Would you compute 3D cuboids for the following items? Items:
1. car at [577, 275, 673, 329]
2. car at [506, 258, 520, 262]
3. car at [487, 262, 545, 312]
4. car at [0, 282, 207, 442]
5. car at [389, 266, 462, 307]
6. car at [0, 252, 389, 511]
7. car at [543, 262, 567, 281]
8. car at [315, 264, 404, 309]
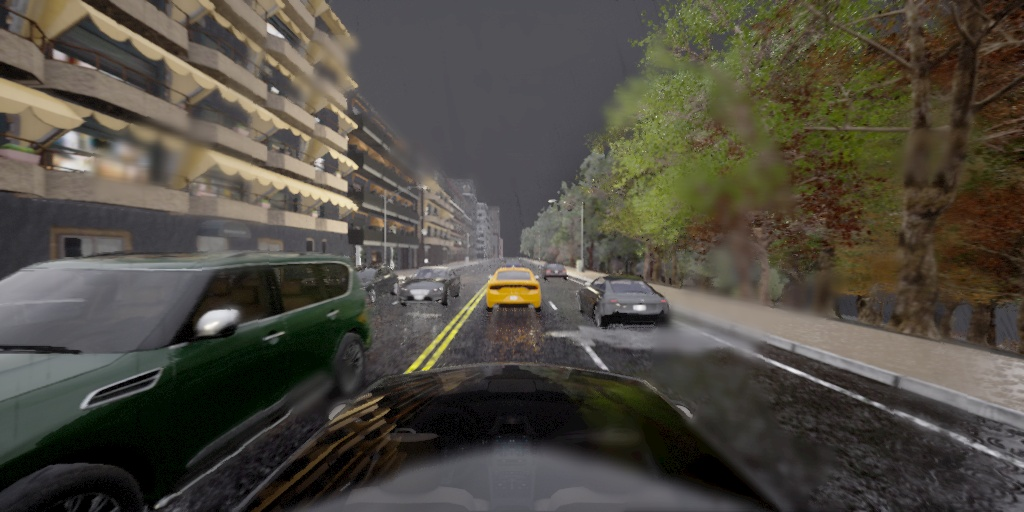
[{"bbox_3d":[3.300,1.291,11.219,1.994,1.385,4.181,0,0,1],"label":"car"},{"bbox_3d":[0.094,1.019,36.342,2.097,1.767,4.553,0,0,0],"label":"car"},{"bbox_3d":[0.070,1.196,14.180,1.882,1.535,5.008,0,0,0],"label":"car"},{"bbox_3d":[-6.553,1.234,3.990,2.128,1.511,4.902,0,0,0],"label":"car"},{"bbox_3d":[-3.321,1.204,15.342,2.128,1.511,4.902,0,0,0],"label":"car"},{"bbox_3d":[-3.306,0.968,3.532,2.150,2.045,5.566,0,0,0],"label":"car"},{"bbox_3d":[3.338,1.231,29.448,2.033,1.411,5.357,0,0,0],"label":"car"},{"bbox_3d":[-6.566,1.213,16.144,1.837,1.490,4.892,0,2,0],"label":"car"}]
